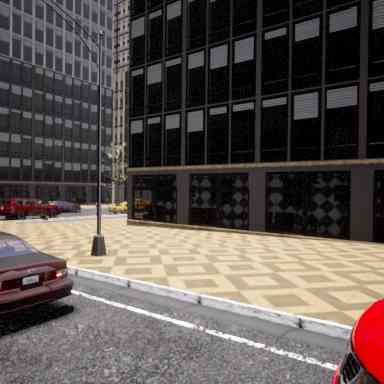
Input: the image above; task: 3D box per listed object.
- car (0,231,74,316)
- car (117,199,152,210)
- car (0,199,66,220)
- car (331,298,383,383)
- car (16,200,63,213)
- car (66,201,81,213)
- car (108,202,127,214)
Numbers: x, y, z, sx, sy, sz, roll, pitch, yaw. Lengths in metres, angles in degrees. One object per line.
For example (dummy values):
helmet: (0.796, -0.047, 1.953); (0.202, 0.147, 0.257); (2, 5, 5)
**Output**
car: (-4.797, 1.544, 7.122); (5.357, 1.411, 2.033); (0, 0, 35)
car: (-8.160, 1.748, 47.896); (1.882, 1.535, 5.008); (1, 0, 37)
car: (-14.401, 1.519, 29.801); (2.192, 1.841, 5.009); (1, 0, 37)
car: (3.474, 1.222, 1.196); (5.566, 2.045, 2.150); (0, 0, 36)
car: (-17.875, 1.642, 39.185); (1.752, 1.417, 4.829); (1, 0, 37)
car: (-15.389, 1.712, 38.177); (2.033, 1.411, 5.357); (1, 0, 37)
car: (-7.580, 1.830, 38.995); (1.752, 1.417, 4.829); (1, 0, 37)
